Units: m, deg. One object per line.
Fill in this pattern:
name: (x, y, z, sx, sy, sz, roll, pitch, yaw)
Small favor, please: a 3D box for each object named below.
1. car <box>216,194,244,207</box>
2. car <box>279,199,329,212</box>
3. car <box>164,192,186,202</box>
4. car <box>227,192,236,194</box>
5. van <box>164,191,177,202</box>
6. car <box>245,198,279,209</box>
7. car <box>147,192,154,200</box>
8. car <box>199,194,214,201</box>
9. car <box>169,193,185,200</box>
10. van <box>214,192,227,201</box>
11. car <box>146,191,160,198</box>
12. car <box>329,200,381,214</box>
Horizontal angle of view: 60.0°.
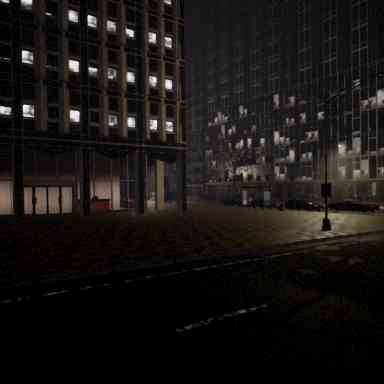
car: (5.774, 1.319, 45.652, 1.947, 1.339, 4.313, 0, 1, -34)
car: (12.147, 1.423, 36.237, 1.947, 1.339, 4.313, 0, 1, -34)
car: (-3.325, 0.889, 63.730, 2.097, 1.767, 4.553, -1, 1, -34)
car: (7.664, 1.058, 47.558, 2.097, 1.767, 4.553, -1, 1, -34)
van: (-3.833, 0.937, 59.734, 1.690, 1.788, 3.998, 0, 1, -34)
car: (8.943, 1.388, 40.935, 1.802, 1.307, 4.206, 0, 1, -34)
car: (-10.268, 1.040, 69.107, 2.008, 1.369, 4.403, 0, 1, -34)
car: (3.076, 1.043, 64.479, 1.802, 1.307, 4.206, 0, 1, -34)
car: (-3.359, 0.936, 73.850, 1.802, 1.307, 4.206, 0, 1, -34)
van: (6.292, 0.855, 59.791, 1.690, 1.788, 3.998, 0, 1, -34)
car: (-9.795, 0.686, 83.218, 1.967, 1.590, 4.097, 0, 1, -34)
car: (16.724, 1.452, 34.366, 1.895, 1.301, 4.718, -1, 1, -35)
